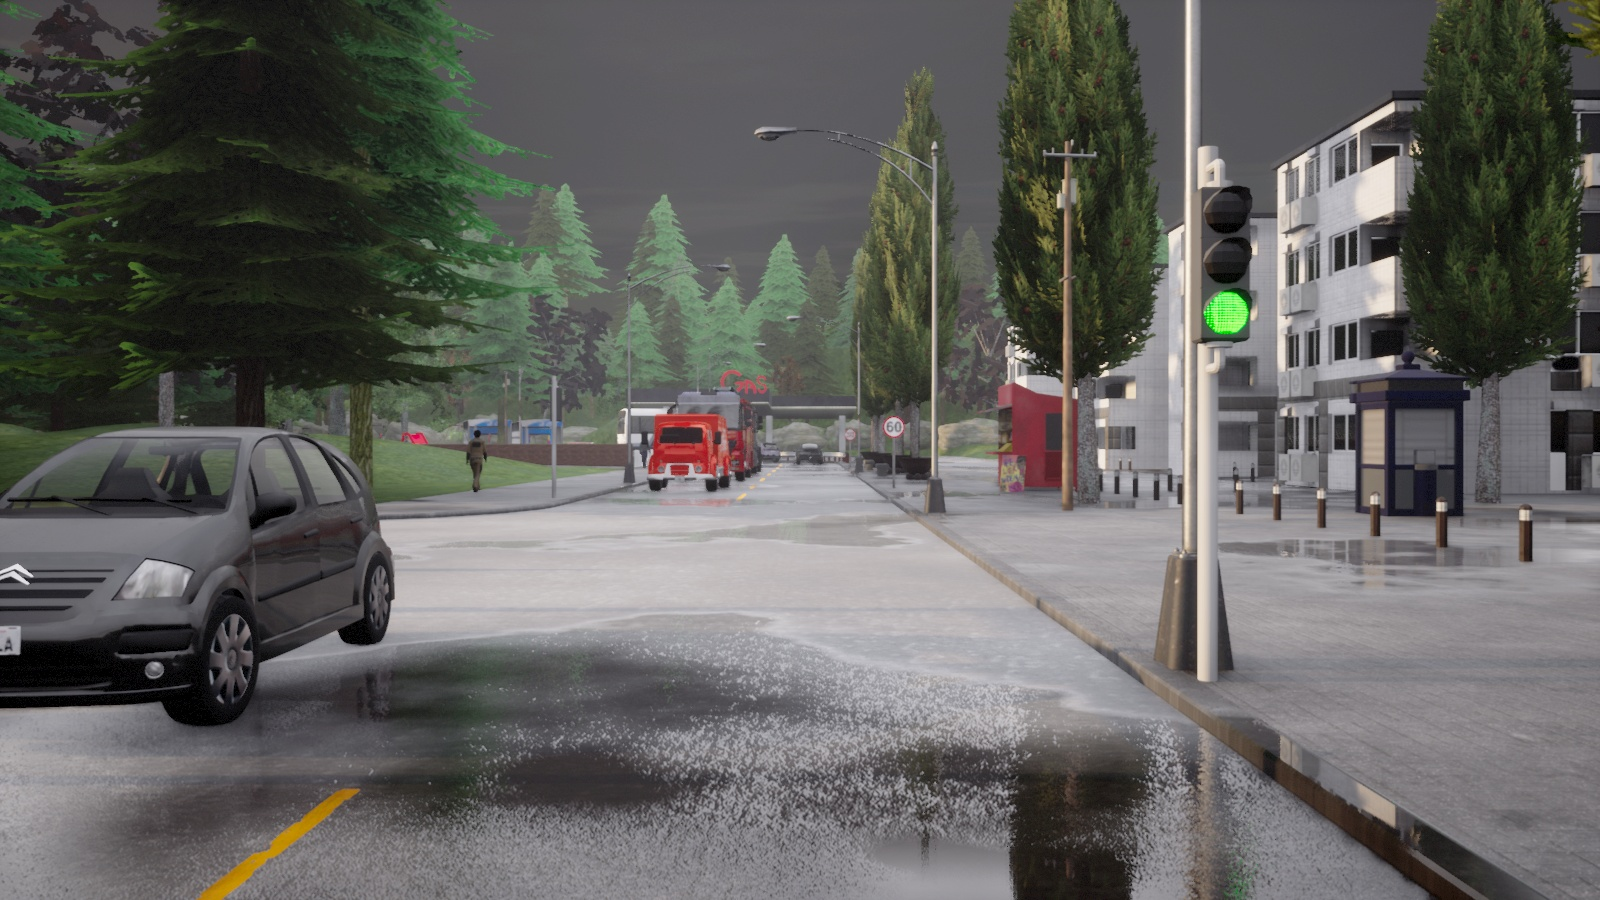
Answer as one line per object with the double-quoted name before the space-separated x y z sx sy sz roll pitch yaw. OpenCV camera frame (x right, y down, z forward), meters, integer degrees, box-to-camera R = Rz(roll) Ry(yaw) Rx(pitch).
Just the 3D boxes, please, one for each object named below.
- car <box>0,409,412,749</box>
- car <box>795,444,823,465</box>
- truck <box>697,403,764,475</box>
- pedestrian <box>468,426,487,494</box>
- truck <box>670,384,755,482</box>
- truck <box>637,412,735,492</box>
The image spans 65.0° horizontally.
"car" -3.923 0.603 7.947 1.851 1.617 3.988 0 0 -2
"car" 0.647 0.305 91.700 1.837 1.490 4.892 0 0 -2
"truck" -3.471 -0.553 64.562 2.891 3.462 7.936 0 0 1
"pedestrian" -9.238 0.273 35.940 0.396 1.930 0.692 0 0 -3
"truck" -3.576 -0.681 53.200 2.891 3.827 8.468 0 0 1
"truck" -3.653 0.055 41.303 2.627 2.467 5.204 0 0 1
